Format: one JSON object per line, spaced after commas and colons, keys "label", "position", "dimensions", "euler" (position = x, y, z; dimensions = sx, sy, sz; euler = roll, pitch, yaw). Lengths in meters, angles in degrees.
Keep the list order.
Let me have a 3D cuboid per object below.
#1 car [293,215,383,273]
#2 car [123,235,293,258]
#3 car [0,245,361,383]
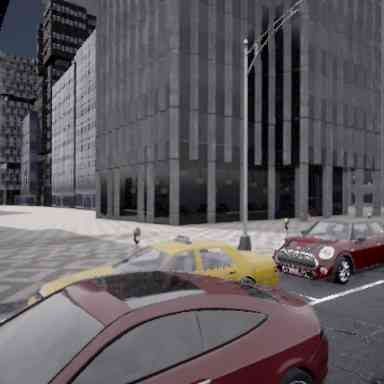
{"label": "car", "position": [4.213, 1.496, 9.617], "dimensions": [4.097, 1.590, 1.967], "euler": [0, 0, -35]}
{"label": "car", "position": [-0.403, 1.547, 6.346], "dimensions": [4.829, 1.417, 1.752], "euler": [0, 0, -35]}
{"label": "car", "position": [-0.679, 1.533, 2.888], "dimensions": [4.674, 1.442, 1.812], "euler": [0, 0, -35]}
